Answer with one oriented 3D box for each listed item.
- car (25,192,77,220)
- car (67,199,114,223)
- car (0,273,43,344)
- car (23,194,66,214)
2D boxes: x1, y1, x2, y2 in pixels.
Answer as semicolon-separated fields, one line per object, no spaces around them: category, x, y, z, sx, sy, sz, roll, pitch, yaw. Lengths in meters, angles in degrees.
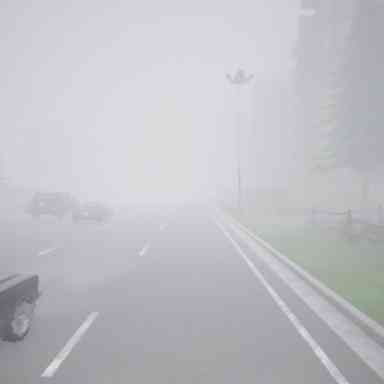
car;-10.407;0.998;25.737;2.150;2.045;5.566;0;0;0
car;-6.904;1.358;23.617;1.994;1.385;4.181;0;1;0
car;-3.399;1.572;3.408;1.895;1.301;4.718;0;1;0
car;-13.903;1.080;31.718;2.097;1.767;4.553;0;1;0
